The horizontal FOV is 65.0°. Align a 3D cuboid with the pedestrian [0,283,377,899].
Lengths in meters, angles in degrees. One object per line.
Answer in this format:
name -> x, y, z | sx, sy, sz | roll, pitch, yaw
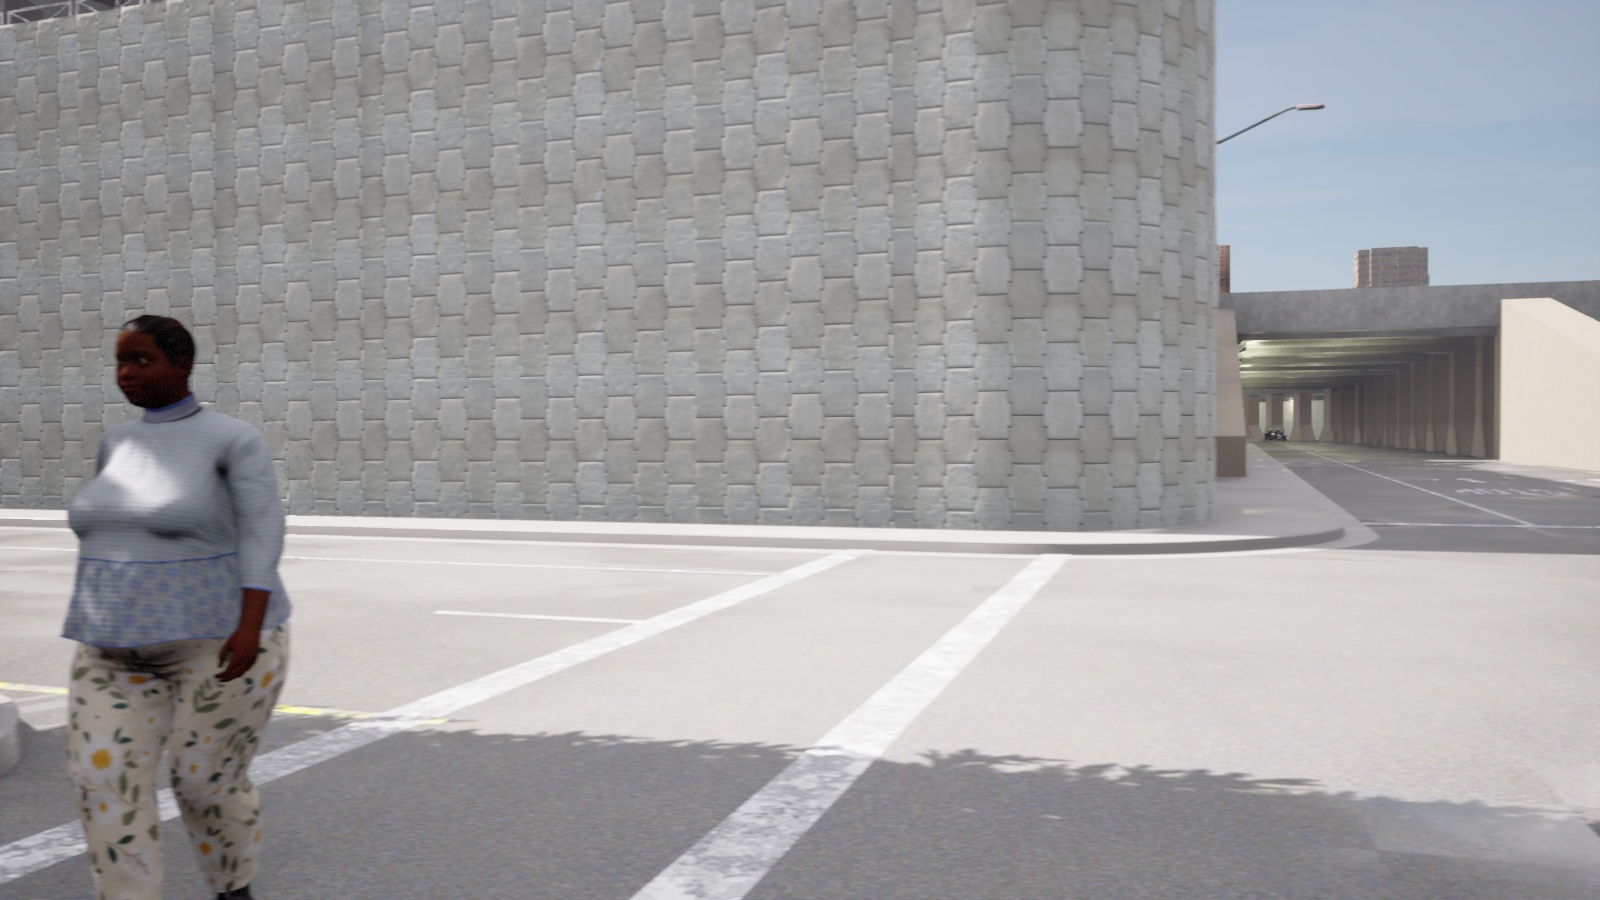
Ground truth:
pedestrian -> -1.879, 0.505, 3.661 | 0.874, 1.855, 0.900 | 0, 1, 14
